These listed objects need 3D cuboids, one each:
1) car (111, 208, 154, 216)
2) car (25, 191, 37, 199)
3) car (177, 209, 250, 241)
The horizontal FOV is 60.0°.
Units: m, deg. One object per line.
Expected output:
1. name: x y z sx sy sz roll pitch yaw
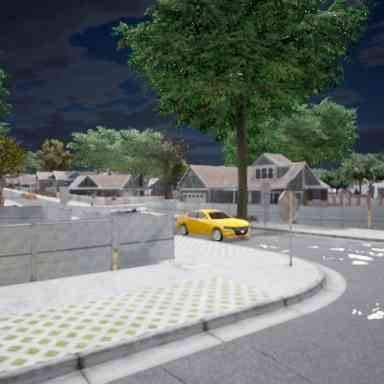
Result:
1. car: -4.880 1.941 27.019 1.895 1.301 4.718 0 0 -35
2. car: -39.414 0.717 81.128 2.097 1.767 4.553 0 2 -35
3. car: 1.068 1.728 18.531 1.882 1.535 5.008 0 -1 -35
